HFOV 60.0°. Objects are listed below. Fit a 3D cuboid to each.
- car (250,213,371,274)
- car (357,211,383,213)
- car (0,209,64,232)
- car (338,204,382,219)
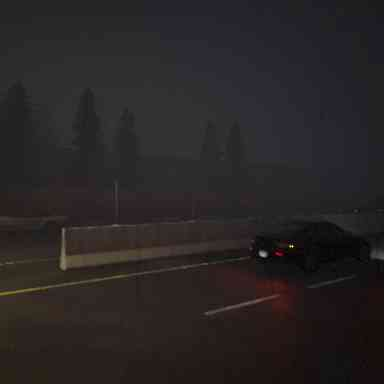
[{"bbox_3d":[3.904,1.597,10.782,4.674,1.442,1.812,0,0,-35],"label":"car"},{"bbox_3d":[16.233,1.449,28.267,5.566,2.045,2.150,0,0,-35],"label":"car"},{"bbox_3d":[-9.518,1.616,18.688,4.718,1.301,1.895,1,0,-35],"label":"car"},{"bbox_3d":[16.581,1.853,32.790,4.718,1.301,1.895,1,0,-35],"label":"car"}]
